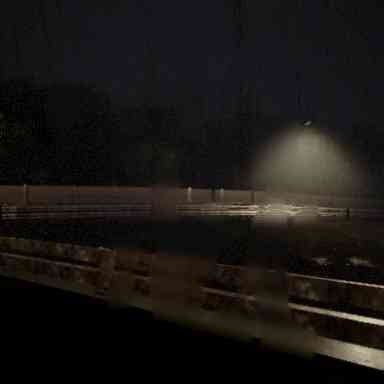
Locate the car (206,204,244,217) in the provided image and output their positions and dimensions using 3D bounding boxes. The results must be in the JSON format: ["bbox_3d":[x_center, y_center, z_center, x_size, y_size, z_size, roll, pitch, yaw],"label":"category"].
[{"bbox_3d":[3.457,1.915,35.108,4.181,1.385,1.994,2,-1,-23],"label":"car"}]
